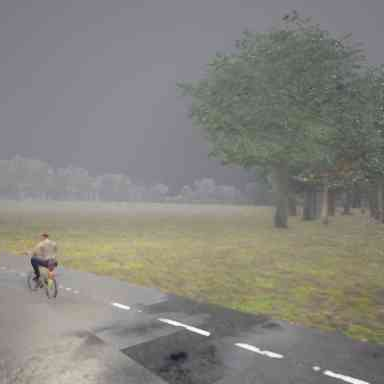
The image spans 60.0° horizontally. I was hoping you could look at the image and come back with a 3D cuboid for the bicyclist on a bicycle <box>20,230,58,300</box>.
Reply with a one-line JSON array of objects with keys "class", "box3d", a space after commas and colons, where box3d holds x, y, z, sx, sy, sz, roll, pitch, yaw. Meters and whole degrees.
[{"class": "bicyclist on a bicycle", "box3d": [-3.672, 1.731, 8.165, 1.509, 1.612, 0.866, 0, -2, 40]}]
